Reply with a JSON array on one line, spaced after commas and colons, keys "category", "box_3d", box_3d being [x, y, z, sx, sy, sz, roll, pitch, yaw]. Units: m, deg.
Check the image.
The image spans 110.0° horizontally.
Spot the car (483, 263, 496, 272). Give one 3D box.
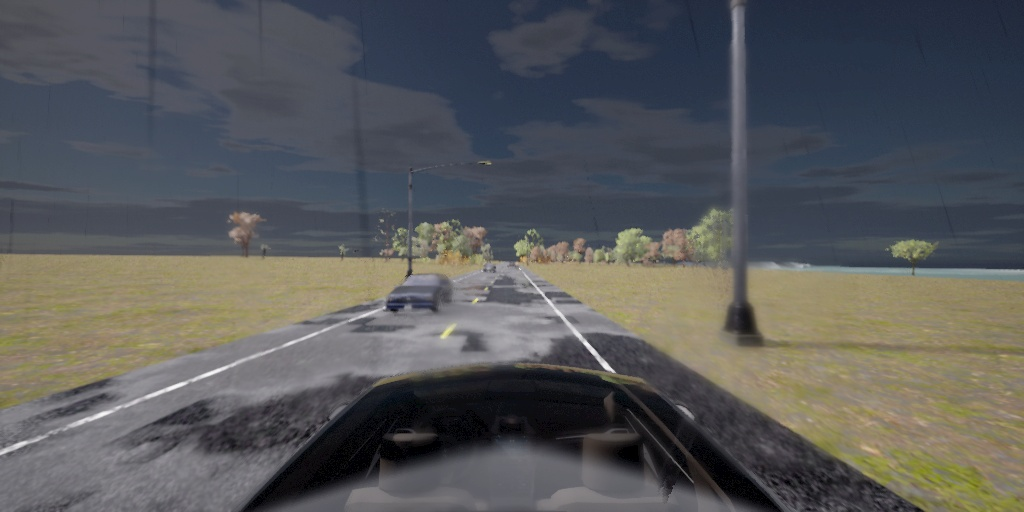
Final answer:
[{"category": "car", "box_3d": [-3.552, 1.822, 57.100, 2.128, 1.511, 4.902, 0, -1, 1]}]

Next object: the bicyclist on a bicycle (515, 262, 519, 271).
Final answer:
[{"category": "bicyclist on a bicycle", "box_3d": [0.959, 1.841, 64.284, 0.866, 1.612, 1.509, 0, -1, 0]}]

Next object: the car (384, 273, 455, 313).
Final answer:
[{"category": "car", "box_3d": [-3.601, 1.440, 15.129, 2.033, 1.411, 5.357, 0, -1, 0]}]
